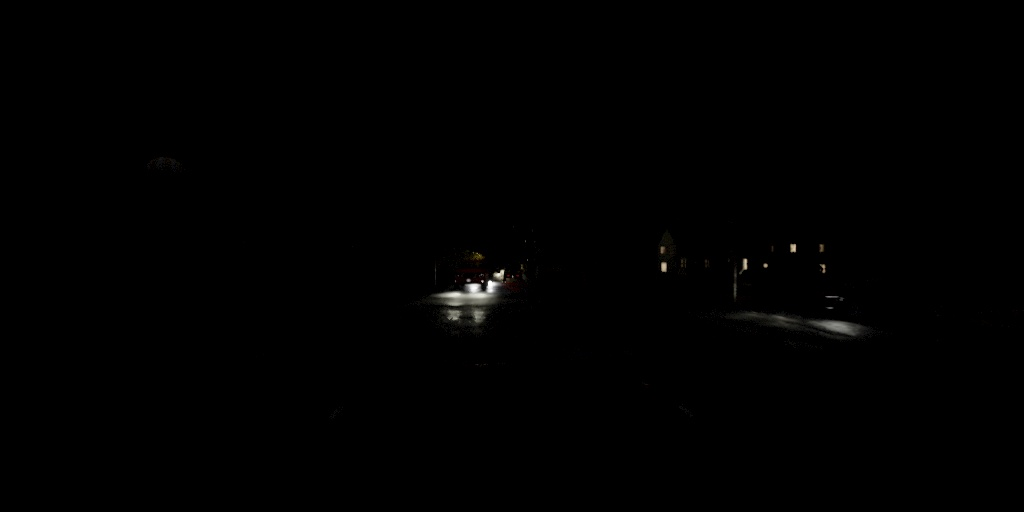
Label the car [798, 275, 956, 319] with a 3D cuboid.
[{"bbox_3d":[13.783,1.505,13.722,5.008,1.535,1.882,0,-1,-2],"label":"car"}]

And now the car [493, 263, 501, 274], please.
[{"bbox_3d":[-2.846,1.828,55.207,2.097,1.767,4.553,0,-1,0],"label":"car"}]

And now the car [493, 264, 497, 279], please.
[{"bbox_3d":[-2.866,1.818,37.309,1.895,1.301,4.718,0,-1,0],"label":"car"}]

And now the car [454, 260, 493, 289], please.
[{"bbox_3d":[-2.864,1.289,26.425,2.150,2.045,5.566,0,-1,0],"label":"car"}]

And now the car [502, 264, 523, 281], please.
[{"bbox_3d":[0.080,1.702,35.957,1.837,1.490,4.892,0,-1,0],"label":"car"}]
